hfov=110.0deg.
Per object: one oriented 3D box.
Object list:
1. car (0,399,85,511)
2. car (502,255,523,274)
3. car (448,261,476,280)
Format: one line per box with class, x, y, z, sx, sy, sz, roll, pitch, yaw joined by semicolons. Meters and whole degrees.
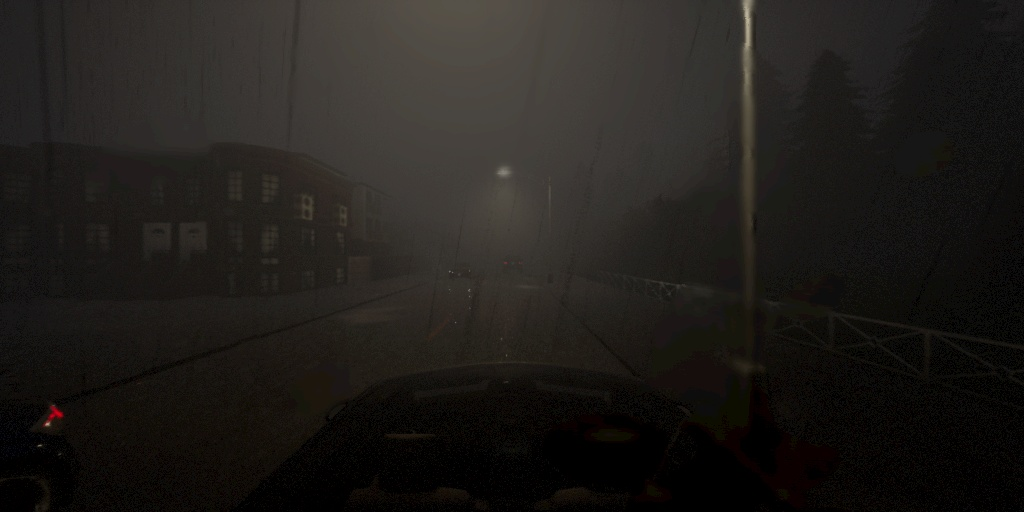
car;-4.098;1.316;0.792;1.994;1.385;4.181;0;0;0
car;0.101;0.902;40.781;2.150;2.045;5.566;0;0;0
car;-4.096;1.205;30.113;1.837;1.490;4.892;0;0;0
